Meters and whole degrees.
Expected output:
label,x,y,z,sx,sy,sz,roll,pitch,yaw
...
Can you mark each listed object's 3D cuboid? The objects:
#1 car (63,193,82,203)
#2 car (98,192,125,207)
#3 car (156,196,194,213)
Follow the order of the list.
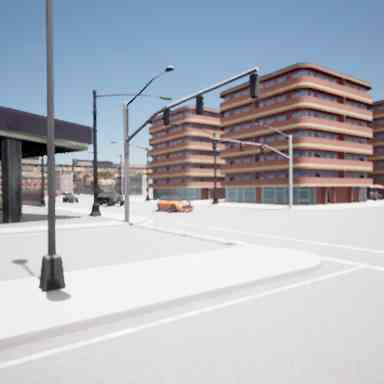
label,x,y,z,sx,sy,sz,roll,pitch,yaw
car,-22.900,1.349,62.583,1.837,1.490,4.892,-1,0,-36
car,-11.396,1.036,46.870,2.150,2.045,5.566,-1,0,-36
car,-1.764,1.161,33.806,2.097,1.767,4.553,-1,0,-36
